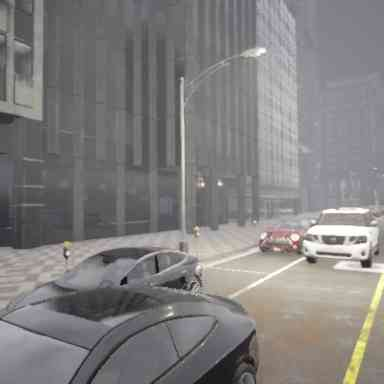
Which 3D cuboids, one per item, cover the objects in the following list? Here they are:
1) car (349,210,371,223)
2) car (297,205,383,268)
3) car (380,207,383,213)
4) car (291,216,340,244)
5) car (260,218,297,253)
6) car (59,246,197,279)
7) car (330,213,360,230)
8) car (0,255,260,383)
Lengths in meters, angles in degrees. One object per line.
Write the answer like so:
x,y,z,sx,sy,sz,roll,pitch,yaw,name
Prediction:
20.050,2.877,39.635,1.752,1.417,4.829,-2,-3,33,car
6.275,1.691,13.581,2.150,2.045,5.566,-2,-3,33,car
47.810,4.420,82.293,1.947,1.339,4.313,-2,-3,33,car
7.847,2.283,20.877,1.887,1.381,4.507,-2,-3,33,car
4.772,2.025,16.157,1.967,1.590,4.097,-2,-3,33,car
-1.375,1.847,6.702,1.947,1.339,4.313,-2,-3,33,car
13.996,2.627,30.326,1.802,1.307,4.206,-2,-3,33,car
-0.952,1.648,2.647,1.812,1.442,4.674,-2,-3,33,car
